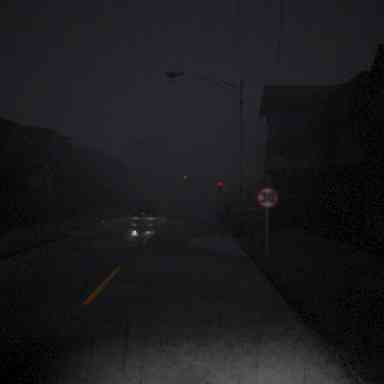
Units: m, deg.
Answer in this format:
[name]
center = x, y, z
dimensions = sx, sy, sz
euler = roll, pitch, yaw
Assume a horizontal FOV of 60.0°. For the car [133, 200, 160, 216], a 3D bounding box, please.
[car]
center = -4.003, 1.401, 30.129
dimensions = 2.033, 1.411, 5.357
euler = 0, 0, 0
